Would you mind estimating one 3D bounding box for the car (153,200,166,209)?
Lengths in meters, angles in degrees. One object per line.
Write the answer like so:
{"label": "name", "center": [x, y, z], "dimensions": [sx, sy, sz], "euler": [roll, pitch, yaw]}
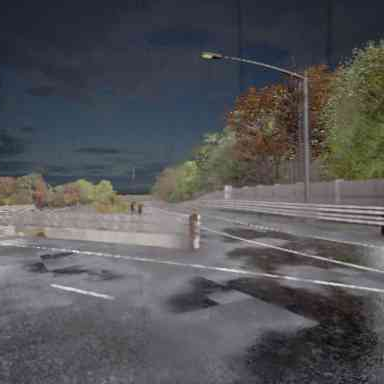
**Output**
{"label": "car", "center": [-6.073, 2.345, 62.201], "dimensions": [2.097, 1.767, 4.553], "euler": [-5, -1, -9]}
